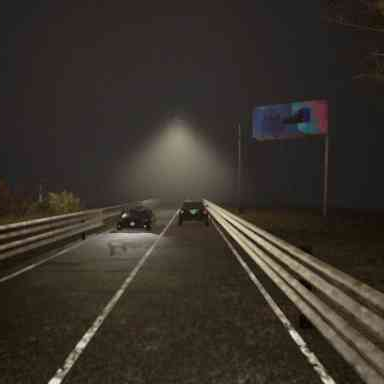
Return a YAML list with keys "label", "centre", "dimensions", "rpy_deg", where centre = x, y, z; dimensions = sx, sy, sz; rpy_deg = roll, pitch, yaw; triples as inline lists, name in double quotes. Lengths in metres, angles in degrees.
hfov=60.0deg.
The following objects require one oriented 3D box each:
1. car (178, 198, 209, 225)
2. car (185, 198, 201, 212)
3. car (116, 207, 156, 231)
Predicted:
- label: "car"
  centre: [0.097, 1.395, 24.528]
  dimensions: [2.097, 1.767, 4.553]
  rpy_deg: [0, 0, 0]
- label: "car"
  centre: [0.096, 1.577, 41.443]
  dimensions: [1.837, 1.490, 4.892]
  rpy_deg: [0, 0, 0]
- label: "car"
  centre: [-3.347, 1.601, 20.639]
  dimensions: [1.994, 1.385, 4.181]
  rpy_deg: [0, 0, 0]
